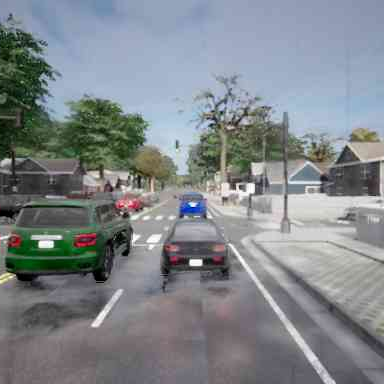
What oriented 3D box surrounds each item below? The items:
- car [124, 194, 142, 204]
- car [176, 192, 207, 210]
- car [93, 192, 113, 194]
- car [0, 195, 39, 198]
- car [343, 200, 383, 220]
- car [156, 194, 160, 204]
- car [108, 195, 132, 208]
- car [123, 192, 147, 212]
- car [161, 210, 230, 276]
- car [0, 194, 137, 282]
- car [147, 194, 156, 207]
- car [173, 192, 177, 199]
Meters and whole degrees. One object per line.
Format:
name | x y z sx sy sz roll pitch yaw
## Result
car | -9.765 1.113 55.733 2.128 1.511 4.902 0 1 1
car | 0.090 1.110 27.881 2.150 2.045 5.566 0 0 0
car | -9.846 1.064 36.080 2.150 2.045 5.566 0 0 0
car | -12.641 1.254 22.875 5.566 2.045 2.150 0 0 7
car | 13.278 1.318 23.589 4.902 1.511 2.128 0 0 -2
car | -6.525 1.116 55.556 2.128 1.511 4.902 0 1 1
car | -9.833 1.260 45.758 2.128 1.511 4.902 0 1 0
car | -6.595 1.064 36.027 2.150 2.045 5.566 0 0 0
car | 0.096 1.508 10.227 1.812 1.442 4.674 0 0 0
car | -3.190 1.206 9.831 2.150 2.045 5.566 0 0 -1
car | -6.579 1.336 45.434 1.994 1.385 4.181 0 1 1
car | -3.247 0.775 75.626 1.994 1.385 4.181 0 1 0
